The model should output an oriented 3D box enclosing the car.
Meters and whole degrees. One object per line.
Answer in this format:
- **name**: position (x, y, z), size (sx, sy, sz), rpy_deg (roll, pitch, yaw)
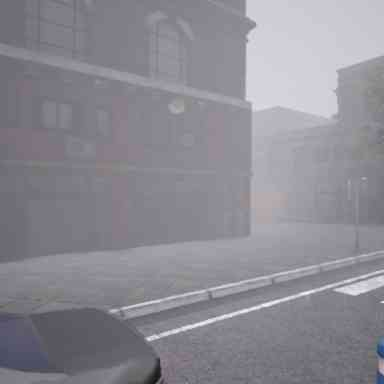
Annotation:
- **car**: position (-2.668, 1.550, 1.779), size (5.357, 1.411, 2.033), rpy_deg (0, 0, -36)
